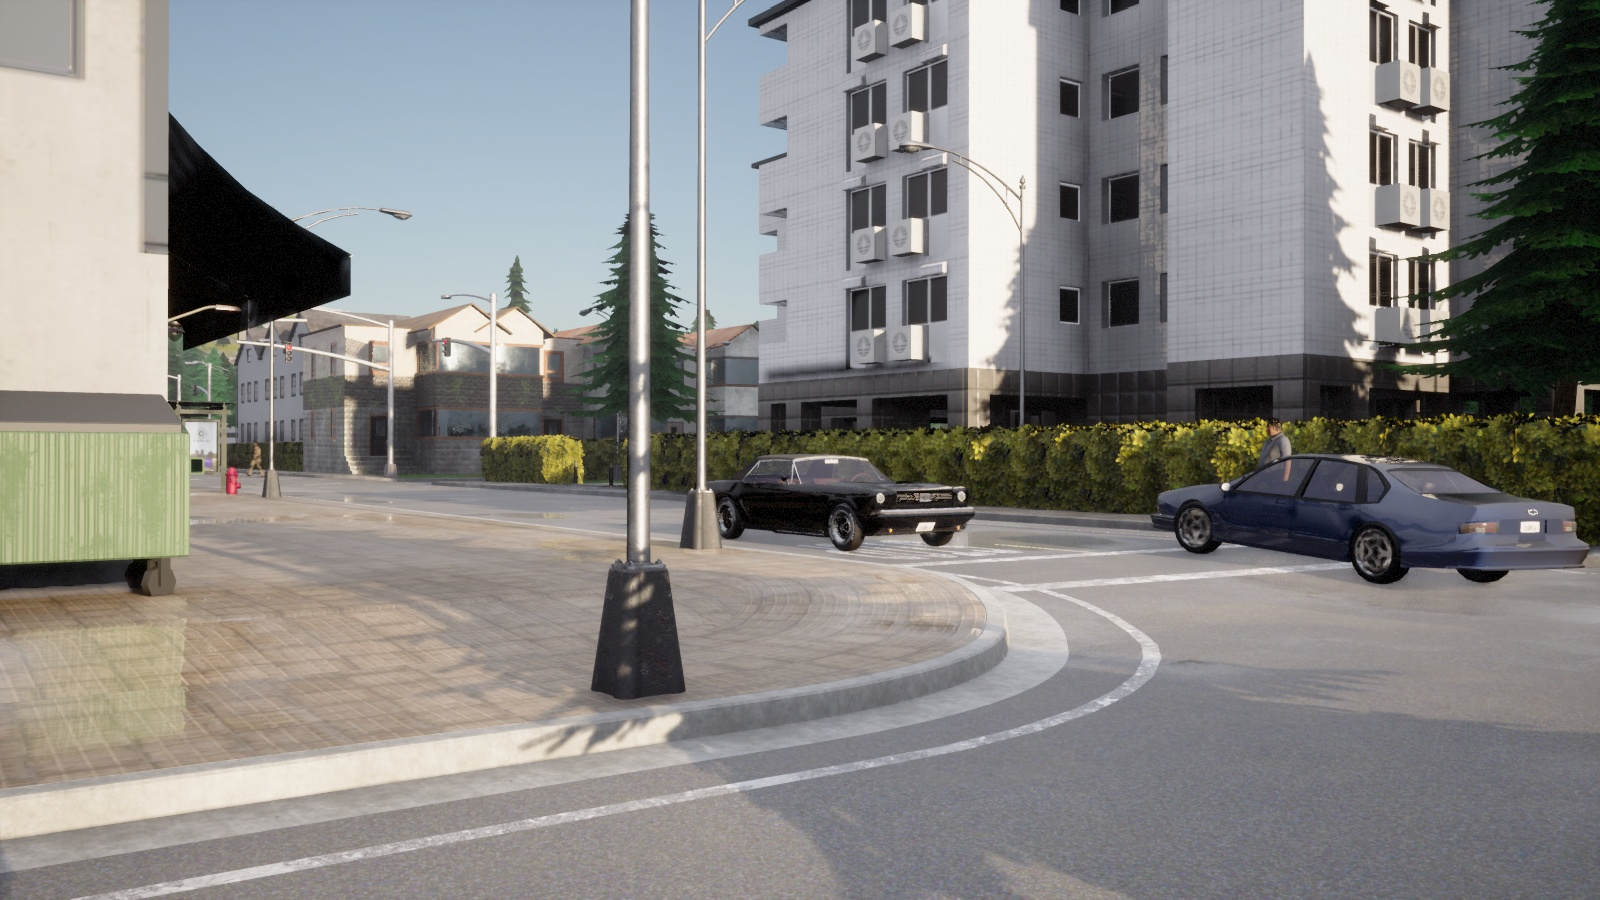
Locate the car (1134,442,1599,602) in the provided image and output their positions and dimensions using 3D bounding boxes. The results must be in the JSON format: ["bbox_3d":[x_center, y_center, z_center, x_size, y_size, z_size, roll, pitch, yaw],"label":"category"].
[{"bbox_3d":[6.627,0.712,15.403,2.033,1.411,5.357,1,2,-22],"label":"car"}]

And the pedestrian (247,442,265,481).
[{"bbox_3d":[-27.106,0.576,62.566,0.396,1.930,0.692,0,0,37],"label":"pedestrian"}]

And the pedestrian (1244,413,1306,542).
[{"bbox_3d":[6.912,0.396,18.285,0.694,1.848,0.540,0,0,0],"label":"pedestrian"}]

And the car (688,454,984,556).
[{"bbox_3d":[0.369,0.714,18.579,1.895,1.301,4.718,0,0,-36],"label":"car"}]
